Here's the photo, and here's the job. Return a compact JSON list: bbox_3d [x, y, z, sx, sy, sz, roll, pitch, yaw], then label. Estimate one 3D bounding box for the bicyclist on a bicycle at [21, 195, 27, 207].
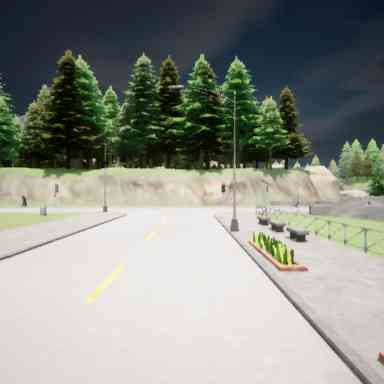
[{"bbox_3d":[-23.939,1.324,47.352,0.582,1.620,1.656,0,0,0],"label":"bicyclist on a bicycle"}]
